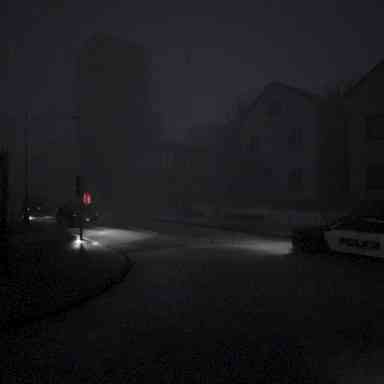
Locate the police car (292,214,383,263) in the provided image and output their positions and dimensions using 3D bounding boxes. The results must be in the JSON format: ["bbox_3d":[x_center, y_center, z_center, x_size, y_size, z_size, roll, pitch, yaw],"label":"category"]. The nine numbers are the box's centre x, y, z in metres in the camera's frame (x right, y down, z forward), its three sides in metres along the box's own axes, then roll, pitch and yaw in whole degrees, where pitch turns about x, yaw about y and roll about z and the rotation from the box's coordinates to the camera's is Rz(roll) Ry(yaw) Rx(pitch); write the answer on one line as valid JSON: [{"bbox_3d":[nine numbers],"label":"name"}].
[{"bbox_3d":[5.714,1.509,11.073,2.038,1.542,4.974,0,0,-36],"label":"police car"}]

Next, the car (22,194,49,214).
[{"bbox_3d":[-16.338,1.222,34.651,2.150,2.045,5.566,0,0,-33],"label":"car"}]

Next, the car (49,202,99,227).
[{"bbox_3d":[-8.053,1.491,23.101,2.128,1.511,4.902,0,0,-36],"label":"car"}]
